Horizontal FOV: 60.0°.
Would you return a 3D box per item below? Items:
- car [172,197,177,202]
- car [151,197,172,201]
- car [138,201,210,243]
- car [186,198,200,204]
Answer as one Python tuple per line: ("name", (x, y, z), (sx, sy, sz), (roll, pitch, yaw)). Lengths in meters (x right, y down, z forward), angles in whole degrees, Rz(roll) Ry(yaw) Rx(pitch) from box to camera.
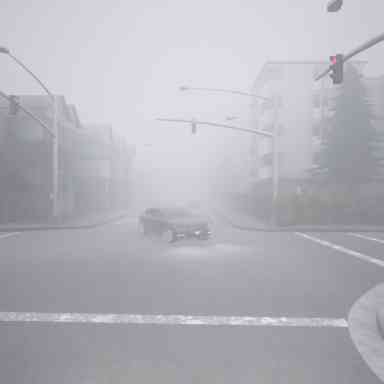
("car", (-3.491, 1.504, 53.241), (2.128, 1.511, 4.902), (0, 0, 0))
("car", (-3.590, 1.491, 34.297), (2.128, 1.511, 4.902), (0, 0, 0))
("car", (-1.027, 1.425, 15.779), (1.837, 1.490, 4.892), (-1, 1, -31))
("car", (0.104, 1.526, 45.561), (1.812, 1.442, 4.674), (0, 0, 0))
